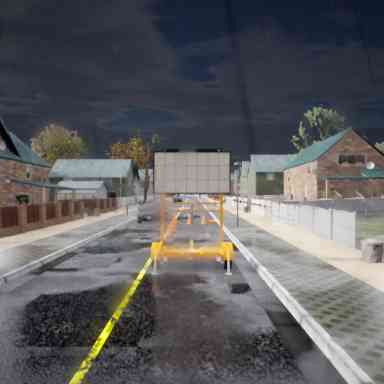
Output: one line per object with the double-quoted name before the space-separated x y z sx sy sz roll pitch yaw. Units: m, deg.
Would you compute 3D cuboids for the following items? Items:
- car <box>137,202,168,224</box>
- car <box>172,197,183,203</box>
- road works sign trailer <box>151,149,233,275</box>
"car" -2.852 1.509 24.555 1.837 1.490 4.892 0 0 0
"car" -2.788 1.593 65.102 1.895 1.301 4.718 0 0 1
"road works sign trailer" -0.001 0.467 10.427 2.380 3.560 2.880 0 0 0
